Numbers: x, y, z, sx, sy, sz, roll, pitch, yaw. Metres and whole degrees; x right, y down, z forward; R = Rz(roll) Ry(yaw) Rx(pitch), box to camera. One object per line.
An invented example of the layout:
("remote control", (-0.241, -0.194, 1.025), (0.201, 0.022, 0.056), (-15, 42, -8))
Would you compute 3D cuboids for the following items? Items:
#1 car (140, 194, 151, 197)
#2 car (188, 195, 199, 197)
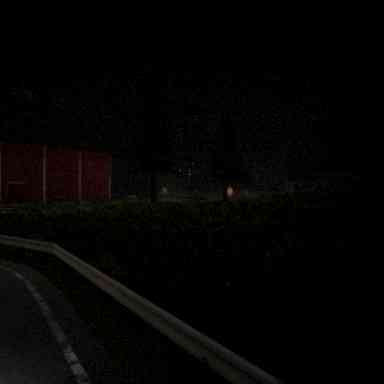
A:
("car", (-12.479, 1.183, 90.230), (1.816, 1.474, 4.193), (0, 0, 35))
("car", (0.213, 1.317, 60.845), (2.128, 1.511, 4.902), (0, 0, 36))
